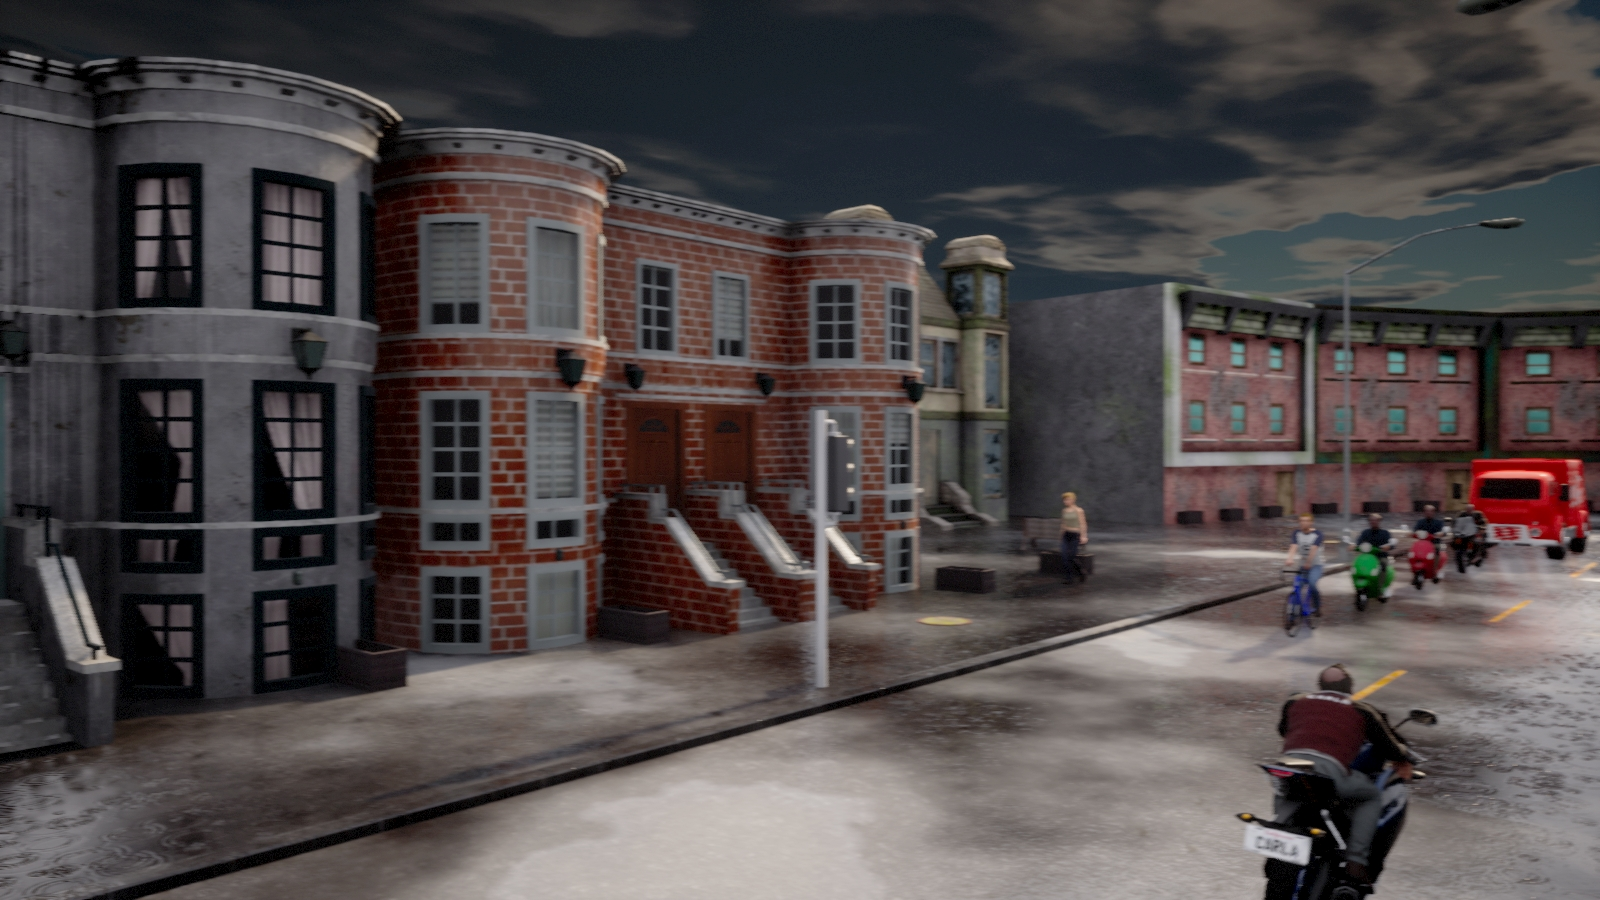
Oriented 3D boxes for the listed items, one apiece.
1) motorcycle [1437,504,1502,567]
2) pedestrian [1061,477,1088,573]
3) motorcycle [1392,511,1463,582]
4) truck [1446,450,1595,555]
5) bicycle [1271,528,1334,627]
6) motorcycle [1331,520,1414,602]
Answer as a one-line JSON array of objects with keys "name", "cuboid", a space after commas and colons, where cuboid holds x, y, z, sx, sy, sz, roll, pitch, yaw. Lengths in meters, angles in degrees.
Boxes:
[{"name": "motorcycle", "cuboid": [15.151, 1.897, 25.831, 0.867, 1.251, 2.209, 0, 0, 41]}, {"name": "pedestrian", "cuboid": [5.387, 1.464, 22.431, 0.375, 1.860, 0.375, 0, 0, -41]}, {"name": "motorcycle", "cuboid": [12.483, 1.886, 22.717, 0.856, 1.236, 1.805, 0, 0, 42]}, {"name": "truck", "cuboid": [18.911, 1.244, 29.885, 2.627, 2.467, 5.204, 0, 0, 40]}, {"name": "bicycle", "cuboid": [7.558, 1.882, 17.152, 0.373, 1.296, 1.643, 0, 0, 41]}, {"name": "motorcycle", "cuboid": [9.973, 1.898, 19.885, 0.856, 1.236, 1.805, 0, 0, 41]}]
